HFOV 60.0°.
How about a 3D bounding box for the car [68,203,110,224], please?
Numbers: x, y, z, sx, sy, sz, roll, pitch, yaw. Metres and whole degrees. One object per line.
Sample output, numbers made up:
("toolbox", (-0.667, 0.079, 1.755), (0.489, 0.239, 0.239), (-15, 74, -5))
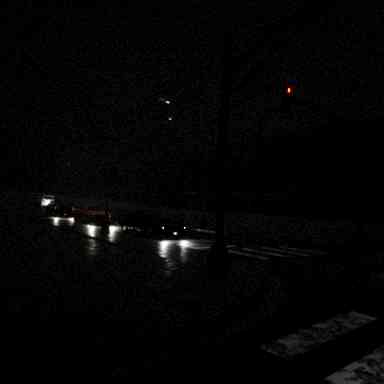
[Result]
("car", (-8.214, 1.769, 27.259), (1.882, 1.535, 5.008), (4, -3, -36))

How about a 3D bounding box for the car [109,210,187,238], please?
("car", (-2.490, 1.761, 19.229), (2.033, 1.411, 5.357), (4, -3, -38))

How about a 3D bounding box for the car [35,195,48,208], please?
("car", (-23.592, 1.548, 53.582), (2.150, 2.045, 5.566), (4, -1, -36))

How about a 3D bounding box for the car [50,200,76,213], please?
("car", (-17.718, 1.940, 45.452), (2.128, 1.511, 4.902), (4, -2, -35))

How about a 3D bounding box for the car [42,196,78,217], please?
("car", (-14.068, 1.679, 35.433), (2.097, 1.767, 4.553), (4, -2, -35))
